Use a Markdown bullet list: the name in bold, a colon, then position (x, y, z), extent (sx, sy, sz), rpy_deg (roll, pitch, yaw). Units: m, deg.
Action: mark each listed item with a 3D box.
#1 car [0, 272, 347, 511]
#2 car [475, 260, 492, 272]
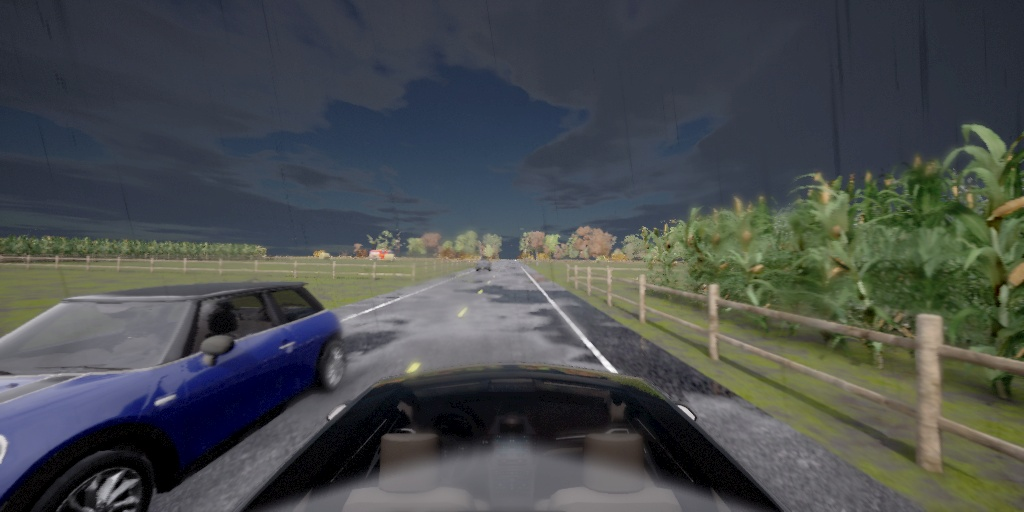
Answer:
- **car**: position (-3.600, 1.103, 3.631), extent (2.097, 1.767, 4.553), rpy_deg (0, 0, 0)
- **car**: position (-3.584, 1.273, 45.996), extent (1.837, 1.490, 4.892), rpy_deg (0, -1, 0)
